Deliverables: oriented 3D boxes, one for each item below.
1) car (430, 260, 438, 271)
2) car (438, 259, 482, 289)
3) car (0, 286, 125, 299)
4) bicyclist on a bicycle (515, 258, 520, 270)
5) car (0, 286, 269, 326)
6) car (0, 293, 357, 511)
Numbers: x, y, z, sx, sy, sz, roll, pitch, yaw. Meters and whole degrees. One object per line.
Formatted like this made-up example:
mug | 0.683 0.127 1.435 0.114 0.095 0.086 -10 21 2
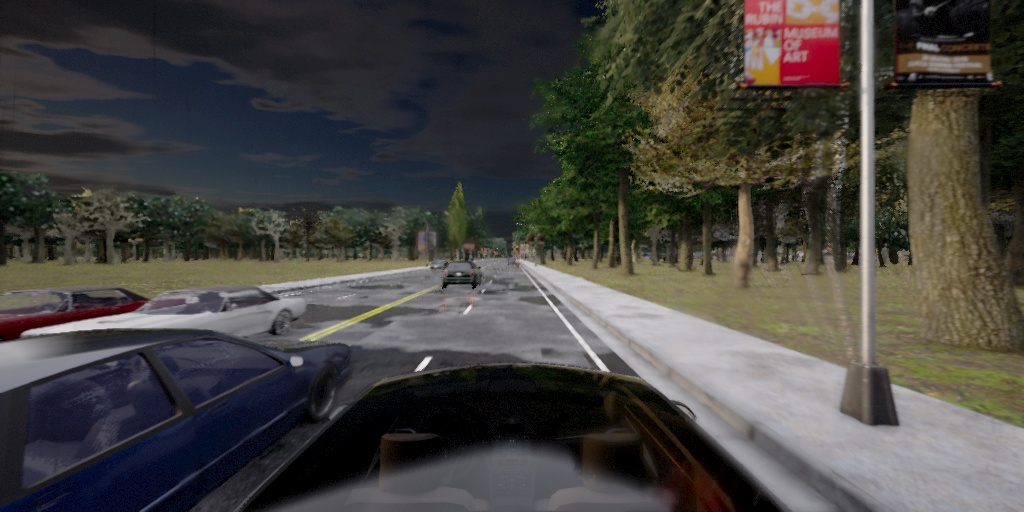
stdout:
car | -9.829 1.225 48.895 2.128 1.511 4.902 0 0 0
car | -3.151 1.089 23.338 2.097 1.767 4.553 0 0 0
car | -9.851 1.347 7.586 1.895 1.301 4.718 0 0 0
bicyclist on a bicycle | 0.895 1.169 51.451 0.866 1.612 1.509 0 0 0
car | -6.601 1.346 7.586 1.895 1.301 4.718 0 0 0
car | -3.152 1.297 2.682 2.033 1.411 5.357 0 0 0
